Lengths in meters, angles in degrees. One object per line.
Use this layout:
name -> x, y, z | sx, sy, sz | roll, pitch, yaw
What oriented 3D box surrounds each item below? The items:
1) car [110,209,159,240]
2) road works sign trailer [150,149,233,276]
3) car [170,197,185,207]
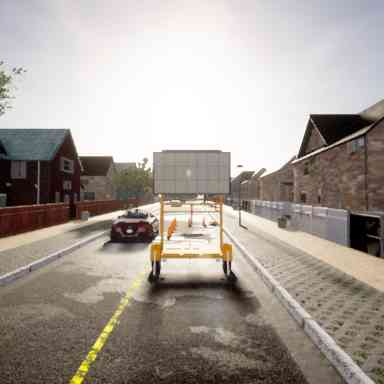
car -> -2.856, 1.605, 17.204 | 1.994, 1.385, 4.181 | 0, 0, 0
road works sign trailer -> -0.007, 0.483, 10.393 | 2.380, 3.560, 2.880 | 0, 0, 1
car -> -2.847, 1.880, 59.867 | 2.033, 1.411, 5.357 | 0, -1, 0
